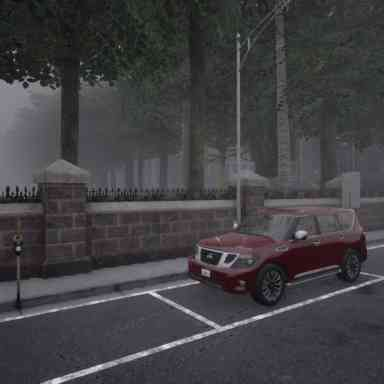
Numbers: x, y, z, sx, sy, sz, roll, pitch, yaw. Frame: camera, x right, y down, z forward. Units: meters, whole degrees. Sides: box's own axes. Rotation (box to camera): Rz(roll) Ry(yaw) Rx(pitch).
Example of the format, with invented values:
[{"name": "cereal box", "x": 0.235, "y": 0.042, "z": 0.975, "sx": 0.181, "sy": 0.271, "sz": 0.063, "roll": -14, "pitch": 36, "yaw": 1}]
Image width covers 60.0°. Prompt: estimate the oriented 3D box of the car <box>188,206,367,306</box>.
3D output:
[{"name": "car", "x": 2.326, "y": 1.314, "z": 8.194, "sx": 5.009, "sy": 1.841, "sz": 2.192, "roll": 0, "pitch": 0, "yaw": -36}]
